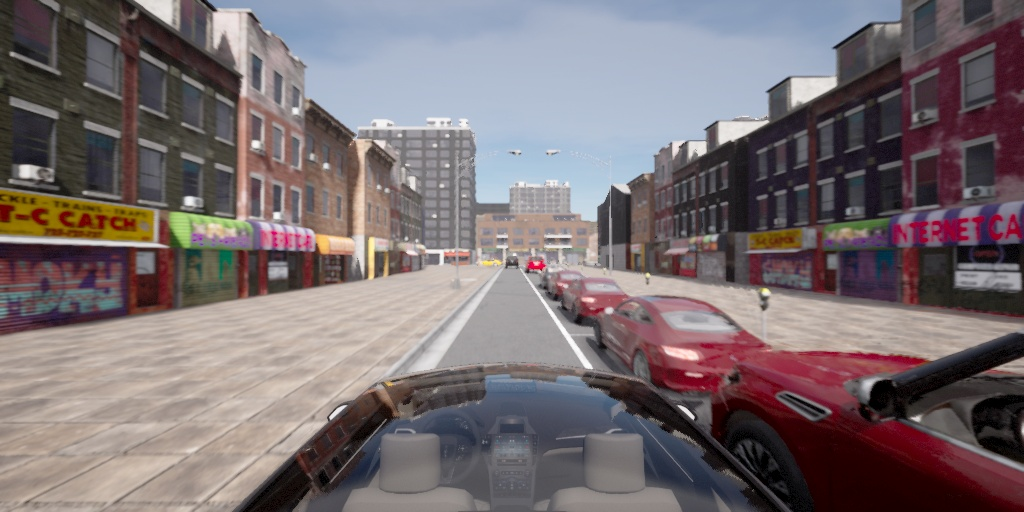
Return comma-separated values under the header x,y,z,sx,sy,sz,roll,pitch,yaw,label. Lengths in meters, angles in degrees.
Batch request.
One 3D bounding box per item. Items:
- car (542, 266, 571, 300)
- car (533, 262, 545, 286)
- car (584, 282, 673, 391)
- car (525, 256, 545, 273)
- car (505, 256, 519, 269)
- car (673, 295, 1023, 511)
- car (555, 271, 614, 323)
x,y,z,sx,sy,sz,roll,pitch,yaw,label
2.642,1.331,17.181,1.802,1.307,4.207,0,0,0,car
2.643,1.302,22.619,2.007,1.370,4.403,0,0,0,car
2.639,1.331,6.307,1.802,1.307,4.207,0,0,0,car
2.760,0.996,42.962,2.150,2.045,5.566,0,0,0,car
0.024,1.014,58.911,2.150,2.045,5.566,0,0,0,car
2.638,1.065,0.869,2.192,1.841,5.009,0,0,0,car
2.640,1.330,11.744,1.802,1.307,4.207,0,0,0,car
